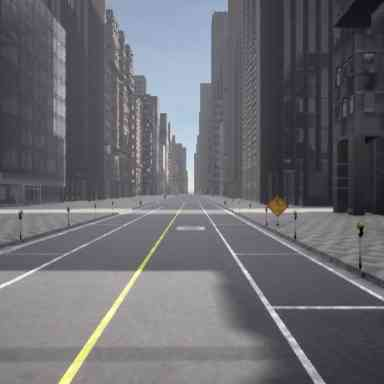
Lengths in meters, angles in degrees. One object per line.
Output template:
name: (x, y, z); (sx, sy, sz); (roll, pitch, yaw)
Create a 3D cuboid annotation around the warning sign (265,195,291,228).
warning sign: (5.067, 1.115, 19.676); (1.300, 1.860, 1.060); (0, 0, 0)
